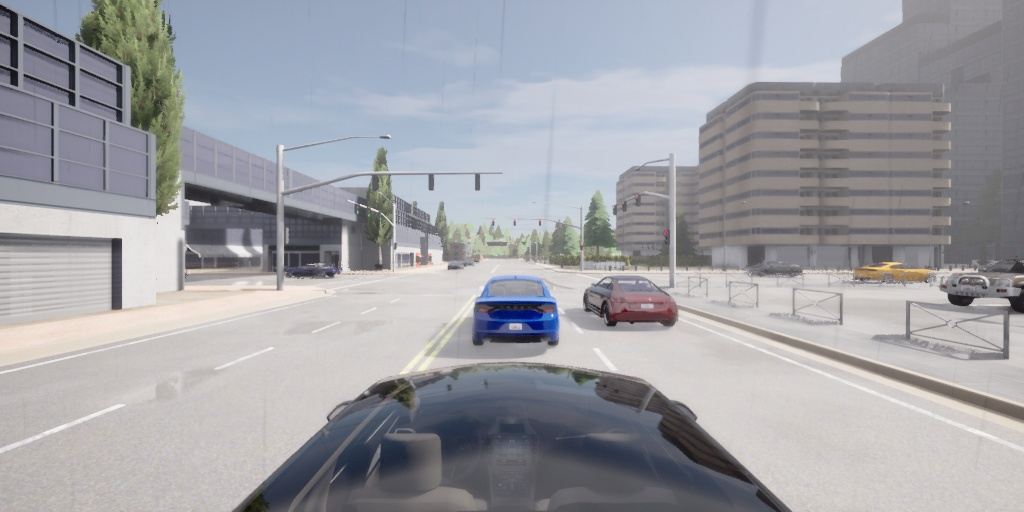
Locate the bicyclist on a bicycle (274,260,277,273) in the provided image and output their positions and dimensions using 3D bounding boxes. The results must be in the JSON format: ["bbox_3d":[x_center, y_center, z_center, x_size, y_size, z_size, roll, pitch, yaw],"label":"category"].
[{"bbox_3d":[-25.839,1.053,39.677,0.582,1.620,1.656,0,0,-1],"label":"bicyclist on a bicycle"}]

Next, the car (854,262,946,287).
[{"bbox_3d":[28.227,1.227,26.438,5.008,1.535,1.882,0,0,-1],"label":"car"}]

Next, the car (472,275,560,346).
[{"bbox_3d":[0.095,1.227,9.461,1.882,1.535,5.008,0,0,0],"label":"car"}]

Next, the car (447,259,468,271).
[{"bbox_3d":[-7.874,1.296,50.350,2.033,1.411,5.357,0,0,-1],"label":"car"}]

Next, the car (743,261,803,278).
[{"bbox_3d":[24.324,1.241,33.544,4.902,1.511,2.128,0,0,-1],"label":"car"}]

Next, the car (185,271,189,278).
[{"bbox_3d":[-28.072,1.313,28.162,4.181,1.385,1.994,0,0,-1],"label":"car"}]

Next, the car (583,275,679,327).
[{"bbox_3d":[3.603,1.314,11.593,1.994,1.385,4.181,0,0,0],"label":"car"}]

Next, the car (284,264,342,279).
[{"bbox_3d":[-17.979,1.350,32.110,4.718,1.301,1.895,0,0,-2],"label":"car"}]

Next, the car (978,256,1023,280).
[{"bbox_3d":[48.019,1.100,33.955,4.553,1.767,2.097,0,0,-1],"label":"car"}]
